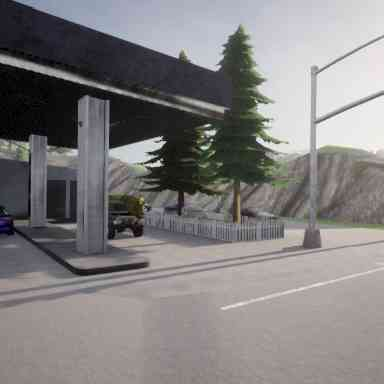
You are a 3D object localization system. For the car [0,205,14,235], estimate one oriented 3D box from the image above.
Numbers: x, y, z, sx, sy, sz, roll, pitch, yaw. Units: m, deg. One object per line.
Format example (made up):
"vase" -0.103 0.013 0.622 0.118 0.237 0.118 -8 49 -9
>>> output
"car" -11.400 1.524 18.656 2.242 1.667 4.611 1 0 -35

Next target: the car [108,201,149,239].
"car" -4.272 1.448 18.380 1.905 1.878 3.866 1 0 -35

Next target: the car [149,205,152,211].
"car" -6.918 1.667 41.451 2.033 1.411 5.357 1 0 -35

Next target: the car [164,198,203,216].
"car" -0.884 1.542 32.706 2.097 1.767 4.553 1 0 -35

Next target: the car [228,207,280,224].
"car" 4.523 1.816 24.869 1.994 1.385 4.181 1 0 -35
